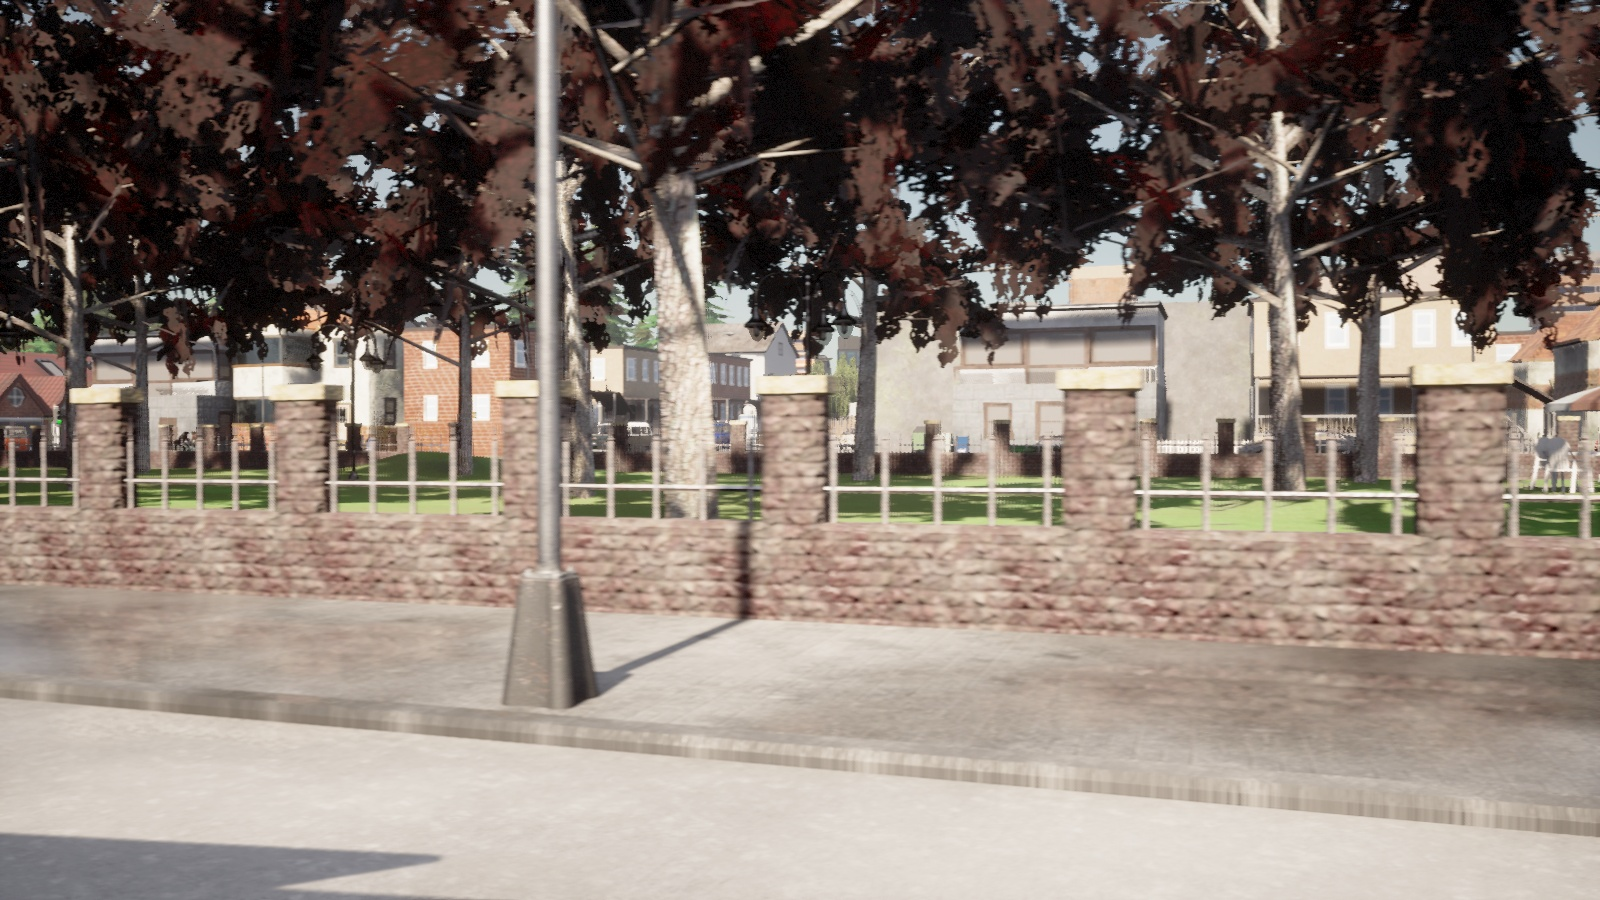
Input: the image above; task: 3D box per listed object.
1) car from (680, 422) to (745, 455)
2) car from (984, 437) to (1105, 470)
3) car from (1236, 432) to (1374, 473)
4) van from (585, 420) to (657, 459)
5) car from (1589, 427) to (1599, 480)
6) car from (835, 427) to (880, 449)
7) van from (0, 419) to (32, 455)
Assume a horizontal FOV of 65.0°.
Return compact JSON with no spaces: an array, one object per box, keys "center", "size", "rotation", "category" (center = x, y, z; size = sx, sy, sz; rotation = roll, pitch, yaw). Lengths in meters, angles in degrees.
[{"center":[-5.510,-0.755,79.916],"size":[2.150,2.045,5.566],"rotation":[1,1,19],"category":"car"},{"center":[10.203,0.128,52.278],"size":[4.718,1.301,1.895],"rotation":[1,1,19],"category":"car"},{"center":[19.638,0.071,49.088],"size":[4.902,1.511,2.128],"rotation":[1,1,19],"category":"car"},{"center":[-9.616,-0.572,67.808],"size":[2.069,2.038,4.480],"rotation":[1,1,19],"category":"van"},{"center":[29.089,0.127,41.668],"size":[4.553,1.767,2.097],"rotation":[1,1,19],"category":"car"},{"center":[4.453,-0.929,96.847],"size":[2.152,1.651,5.027],"rotation":[1,1,19],"category":"car"},{"center":[-46.111,-0.736,71.314],"size":[4.442,1.987,1.775],"rotation":[1,1,19],"category":"van"}]
